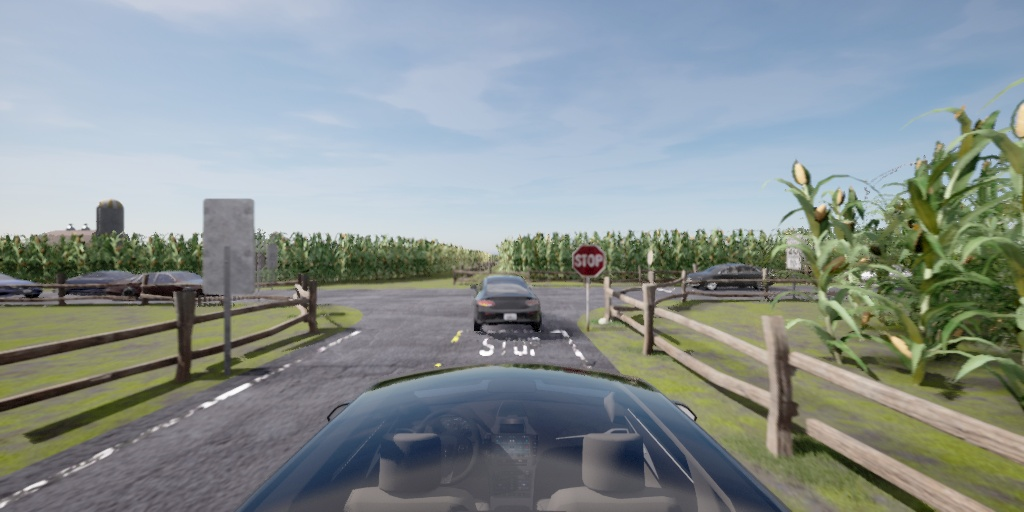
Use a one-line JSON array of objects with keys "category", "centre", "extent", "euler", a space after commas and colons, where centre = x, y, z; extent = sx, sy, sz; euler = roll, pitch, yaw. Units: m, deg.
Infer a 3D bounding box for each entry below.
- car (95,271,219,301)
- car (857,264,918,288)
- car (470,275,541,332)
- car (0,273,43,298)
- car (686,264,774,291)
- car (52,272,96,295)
[{"category": "car", "centre": [-17.527, 1.511, 18.511], "extent": [5.357, 1.411, 2.033], "euler": [0, 0, 0]}, {"category": "car", "centre": [22.800, 1.193, 21.394], "extent": [4.674, 1.442, 1.812], "euler": [0, 0, 0]}, {"category": "car", "centre": [-0.283, 1.319, 11.023], "extent": [1.812, 1.442, 4.674], "euler": [0, 0, -6]}, {"category": "car", "centre": [-27.375, 1.569, 18.525], "extent": [4.674, 1.442, 1.812], "euler": [0, 0, 0]}, {"category": "car", "centre": [12.823, 1.238, 21.373], "extent": [4.892, 1.490, 1.837], "euler": [0, 0, -1]}, {"category": "car", "centre": [-24.507, 1.578, 21.470], "extent": [4.181, 1.385, 1.994], "euler": [0, 0, 0]}]
